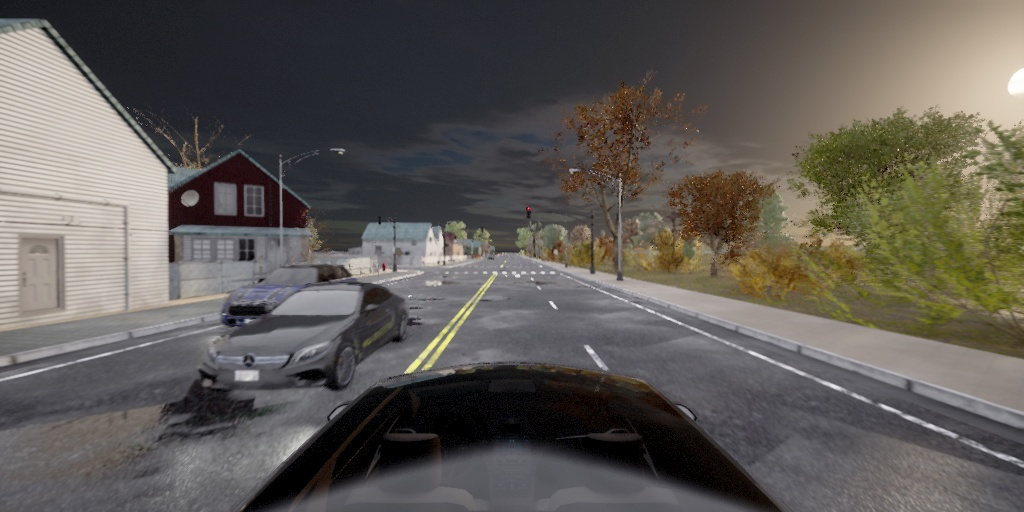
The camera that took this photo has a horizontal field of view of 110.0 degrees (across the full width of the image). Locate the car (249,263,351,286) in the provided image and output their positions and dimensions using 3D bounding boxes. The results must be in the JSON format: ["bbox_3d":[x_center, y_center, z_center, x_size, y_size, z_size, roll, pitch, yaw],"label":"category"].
[{"bbox_3d":[-6.600,1.053,11.312,2.097,1.767,4.553,0,0,0],"label":"car"}]

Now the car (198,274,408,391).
[{"bbox_3d":[-3.352,1.250,6.863,1.812,1.442,4.674,0,0,0],"label":"car"}]
